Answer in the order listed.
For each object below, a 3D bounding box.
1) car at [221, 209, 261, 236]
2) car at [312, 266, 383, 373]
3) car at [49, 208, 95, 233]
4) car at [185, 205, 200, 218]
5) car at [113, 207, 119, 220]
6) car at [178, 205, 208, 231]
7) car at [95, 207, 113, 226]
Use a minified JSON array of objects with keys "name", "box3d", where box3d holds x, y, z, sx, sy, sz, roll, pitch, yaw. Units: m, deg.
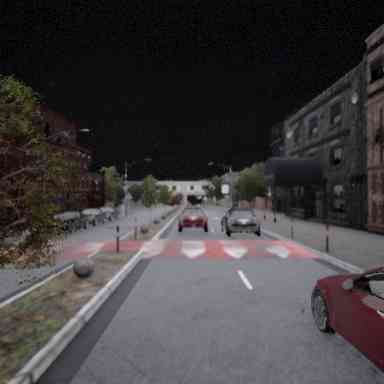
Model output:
[{"name":"car","box3d":[3.085,1.865,21.904,2.097,1.767,4.553,0,-1,0]},{"name":"car","box3d":[3.092,1.611,4.157,1.812,1.442,4.674,0,-2,0]},{"name":"car","box3d":[-8.972,2.094,24.077,2.163,1.488,4.792,0,-1,0]},{"name":"car","box3d":[0.065,2.463,42.825,1.837,1.490,4.892,0,-1,0]},{"name":"car","box3d":[-9.025,2.311,35.281,2.231,1.521,4.892,0,-1,0]},{"name":"car","box3d":[0.078,1.933,25.251,2.097,1.767,4.553,0,-1,0]},{"name":"car","box3d":[-8.998,2.188,29.634,2.231,1.521,4.892,0,-1,0]}]
